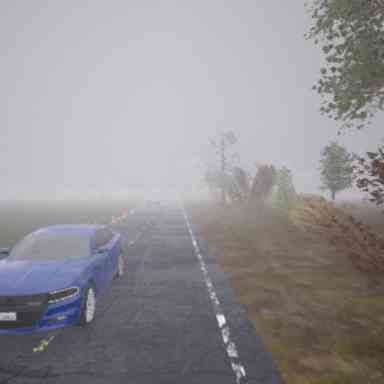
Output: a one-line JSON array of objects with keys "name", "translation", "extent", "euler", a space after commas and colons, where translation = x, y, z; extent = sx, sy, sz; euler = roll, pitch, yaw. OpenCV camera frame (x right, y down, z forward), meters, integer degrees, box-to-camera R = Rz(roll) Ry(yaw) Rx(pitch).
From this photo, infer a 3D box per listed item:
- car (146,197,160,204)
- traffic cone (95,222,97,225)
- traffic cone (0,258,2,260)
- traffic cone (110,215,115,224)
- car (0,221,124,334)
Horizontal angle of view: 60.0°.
[{"name": "car", "translation": [-5.591, 1.291, 48.412], "extent": [1.812, 1.442, 4.674], "euler": [0, 0, -3]}, {"name": "traffic cone", "translation": [-5.303, 1.930, 18.394], "extent": [0.340, 0.580, 0.340], "euler": [0, 0, -3]}, {"name": "traffic cone", "translation": [-4.842, 1.963, 8.405], "extent": [0.340, 0.580, 0.340], "euler": [0, 0, -3]}, {"name": "traffic cone", "translation": [-5.534, 1.913, 23.389], "extent": [0.340, 0.580, 0.340], "euler": [0, 0, -3]}, {"name": "car", "translation": [-2.712, 1.473, 7.178], "extent": [1.882, 1.535, 5.008], "euler": [0, 0, -3]}]
